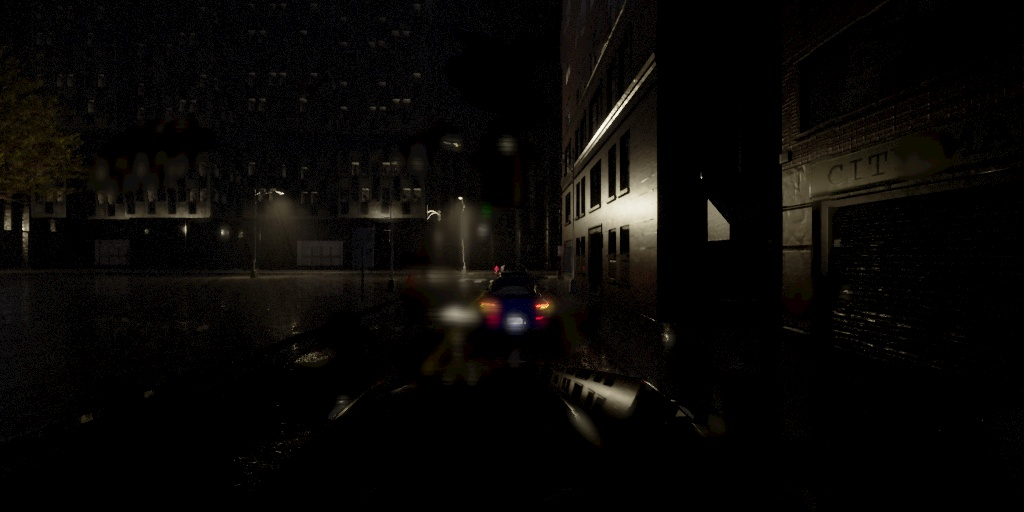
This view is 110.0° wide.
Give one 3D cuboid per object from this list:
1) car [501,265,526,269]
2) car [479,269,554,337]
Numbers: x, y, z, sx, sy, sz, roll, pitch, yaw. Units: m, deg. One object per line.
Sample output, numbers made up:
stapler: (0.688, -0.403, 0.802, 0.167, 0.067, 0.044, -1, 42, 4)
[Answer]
car: (0.098, 1.241, 20.277, 2.128, 1.511, 4.902, 0, 0, 1)
car: (0.105, 1.275, 10.153, 1.812, 1.442, 4.674, 0, 0, 0)
